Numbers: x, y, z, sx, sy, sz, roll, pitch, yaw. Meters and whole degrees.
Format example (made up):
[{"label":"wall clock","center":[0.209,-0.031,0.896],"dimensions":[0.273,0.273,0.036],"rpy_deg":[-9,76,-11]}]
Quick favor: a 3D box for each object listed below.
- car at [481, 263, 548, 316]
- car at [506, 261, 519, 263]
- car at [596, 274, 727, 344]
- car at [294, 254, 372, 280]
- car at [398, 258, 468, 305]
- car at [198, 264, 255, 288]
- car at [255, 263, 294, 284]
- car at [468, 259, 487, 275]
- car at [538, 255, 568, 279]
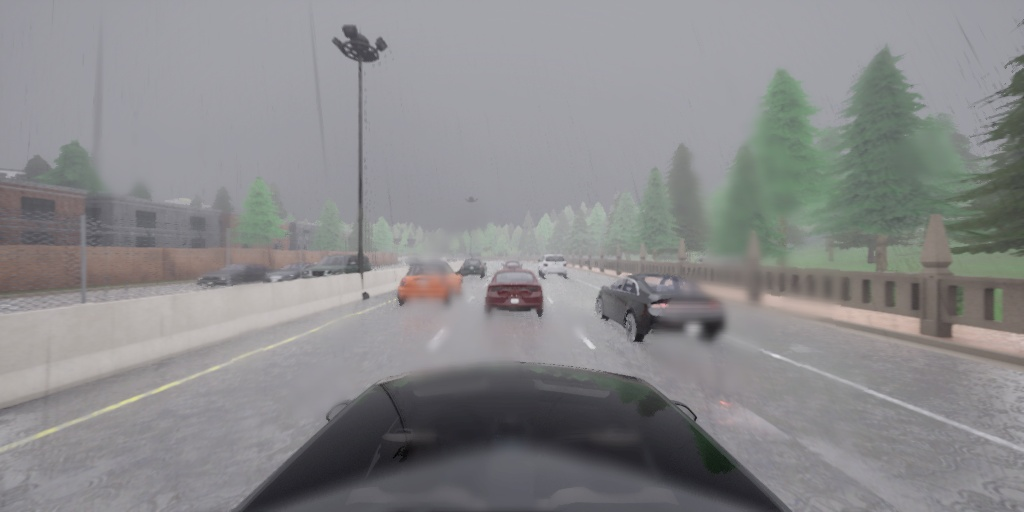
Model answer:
[{"label":"car","center":[0.087,1.199,13.341],"dimensions":[1.882,1.535,5.008],"rpy_deg":[0,0,0]},{"label":"car","center":[0.060,1.196,33.891],"dimensions":[1.812,1.442,4.674],"rpy_deg":[0,0,0]},{"label":"car","center":[3.586,1.221,9.503],"dimensions":[2.128,1.511,4.902],"rpy_deg":[0,0,0]},{"label":"car","center":[-10.618,0.921,22.263],"dimensions":[2.150,2.045,5.566],"rpy_deg":[0,0,0]},{"label":"car","center":[-3.415,1.067,15.967],"dimensions":[2.097,1.767,4.553],"rpy_deg":[0,0,0]},{"label":"car","center":[-17.618,1.247,23.649],"dimensions":[2.033,1.411,5.357],"rpy_deg":[0,0,0]},{"label":"car","center":[-14.117,1.189,23.849],"dimensions":[2.128,1.511,4.902],"rpy_deg":[0,0,0]},{"label":"car","center":[-3.427,1.026,32.610],"dimensions":[2.097,1.767,4.553],"rpy_deg":[0,0,0]},{"label":"car","center":[3.575,0.896,32.002],"dimensions":[2.150,2.045,5.566],"rpy_deg":[0,0,0]}]
